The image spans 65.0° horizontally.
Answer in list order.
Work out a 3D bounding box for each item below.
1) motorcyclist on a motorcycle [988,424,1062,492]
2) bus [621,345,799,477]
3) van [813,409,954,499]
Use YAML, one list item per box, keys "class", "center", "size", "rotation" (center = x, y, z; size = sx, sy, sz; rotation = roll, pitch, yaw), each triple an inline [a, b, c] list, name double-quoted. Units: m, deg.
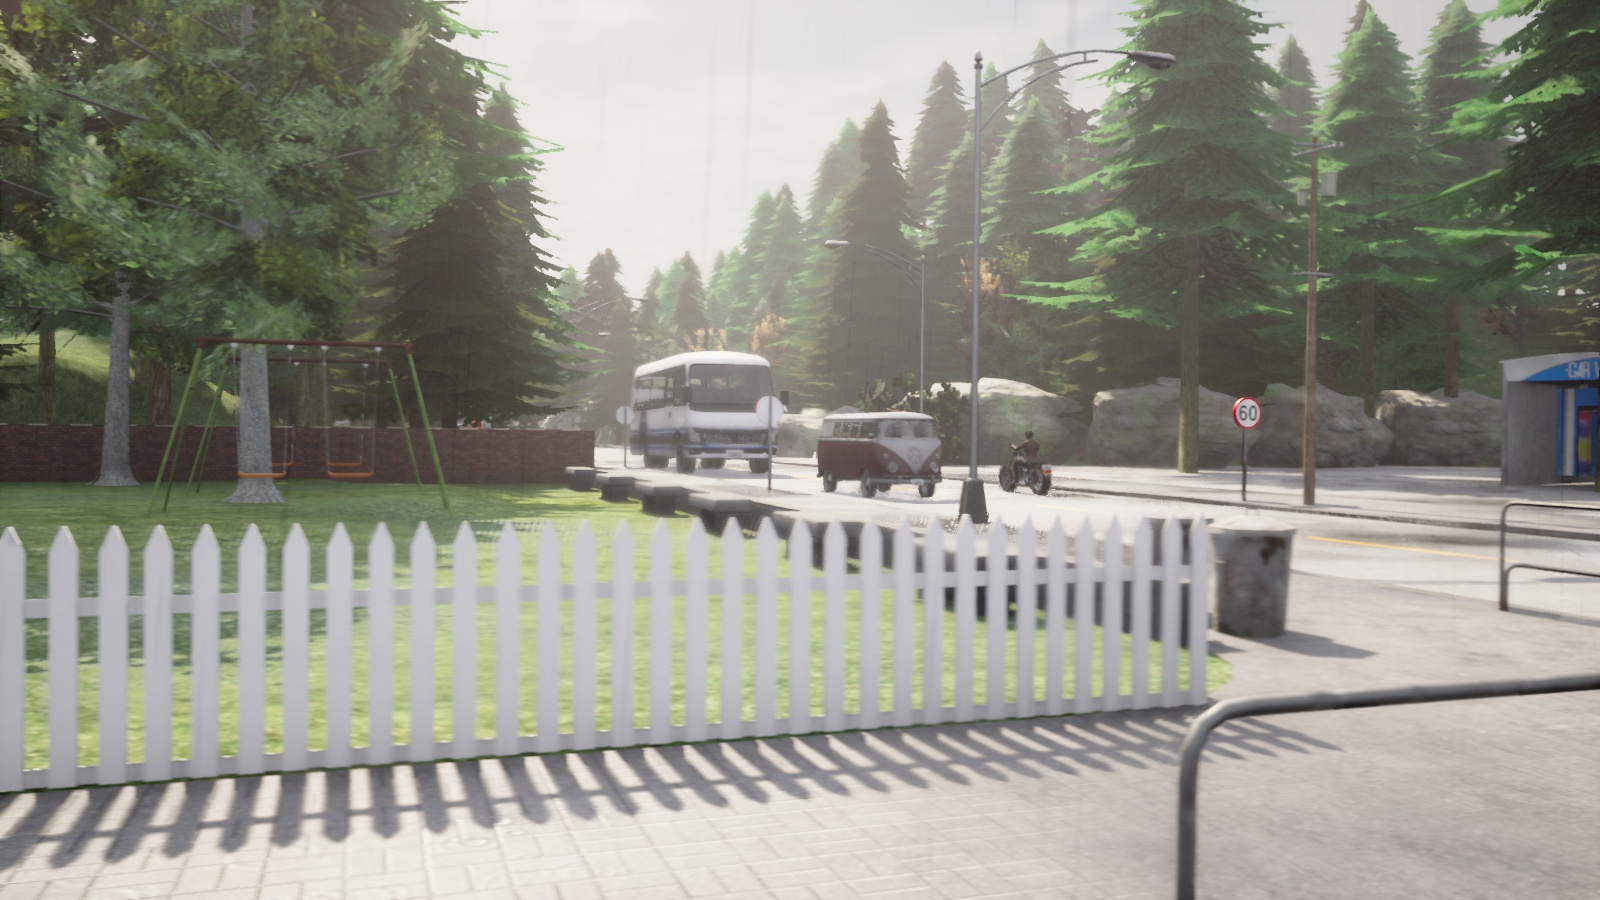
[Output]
- class: "motorcyclist on a motorcycle"
  center: [5.627, 0.187, 31.541]
  size: [0.766, 1.649, 2.350]
  rotation: [-1, 1, -19]
- class: "bus"
  center: [-3.598, -1.269, 46.027]
  size: [3.944, 4.253, 10.273]
  rotation: [-1, 0, -19]
- class: "van"
  center: [1.895, 0.054, 30.084]
  size: [1.775, 1.987, 4.442]
  rotation: [-1, 1, -19]
